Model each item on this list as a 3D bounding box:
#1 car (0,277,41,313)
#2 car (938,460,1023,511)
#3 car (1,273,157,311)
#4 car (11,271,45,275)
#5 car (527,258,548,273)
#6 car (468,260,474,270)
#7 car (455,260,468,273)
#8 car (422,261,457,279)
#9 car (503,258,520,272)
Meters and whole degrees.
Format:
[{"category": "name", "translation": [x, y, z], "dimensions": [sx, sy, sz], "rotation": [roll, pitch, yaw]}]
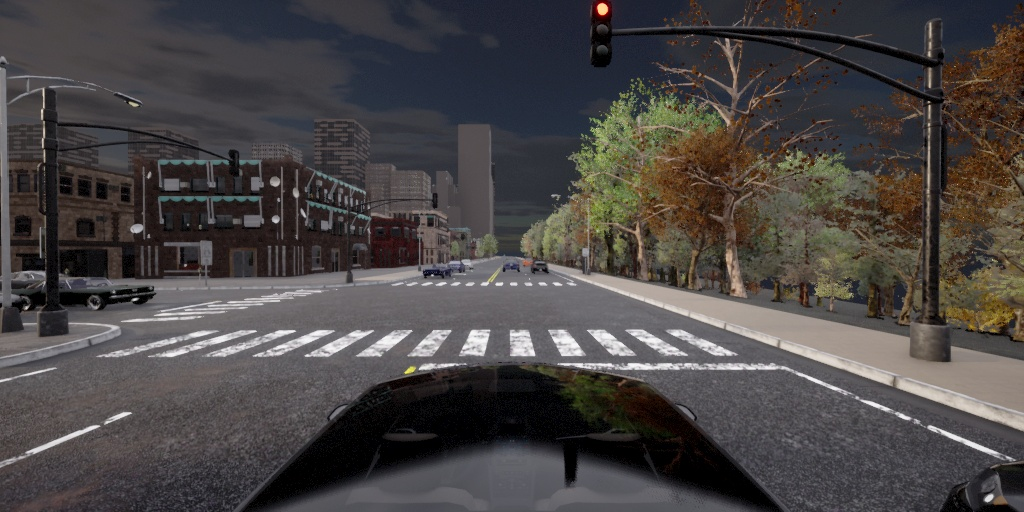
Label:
[{"category": "car", "translation": [-19.994, 1.565, 12.529], "dimensions": [4.313, 1.339, 1.948], "rotation": [0, 0, 0]}, {"category": "car", "translation": [3.363, 1.314, 0.200], "dimensions": [1.994, 1.385, 4.181], "rotation": [0, 0, -1]}, {"category": "car", "translation": [-18.148, 1.551, 15.203], "dimensions": [4.718, 1.301, 1.895], "rotation": [-1, 1, 1]}, {"category": "car", "translation": [-28.365, 1.560, 21.004], "dimensions": [4.403, 1.370, 2.007], "rotation": [0, 0, 0]}, {"category": "car", "translation": [3.170, 1.241, 42.330], "dimensions": [1.837, 1.490, 4.892], "rotation": [0, 0, 0]}, {"category": "car", "translation": [-6.805, 1.257, 53.345], "dimensions": [1.812, 1.442, 4.674], "rotation": [0, 0, 0]}, {"category": "car", "translation": [-6.771, 1.262, 43.075], "dimensions": [1.812, 1.442, 4.674], "rotation": [0, 0, 0]}, {"category": "car", "translation": [-6.729, 1.341, 32.904], "dimensions": [1.895, 1.301, 4.718], "rotation": [0, 0, 2]}, {"category": "car", "translation": [-0.102, 1.086, 47.088], "dimensions": [2.097, 1.767, 4.553], "rotation": [0, 0, 0]}]
